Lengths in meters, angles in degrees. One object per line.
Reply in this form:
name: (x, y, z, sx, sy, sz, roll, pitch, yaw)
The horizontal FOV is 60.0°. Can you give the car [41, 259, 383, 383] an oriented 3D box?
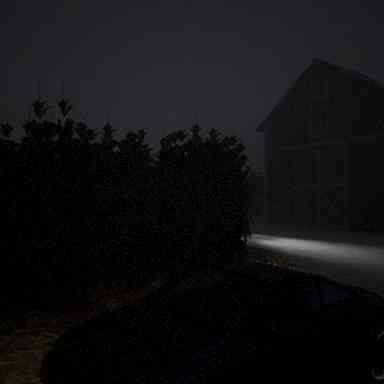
car: (0.543, 1.563, 3.835, 4.181, 1.385, 1.994, 0, 0, -35)
